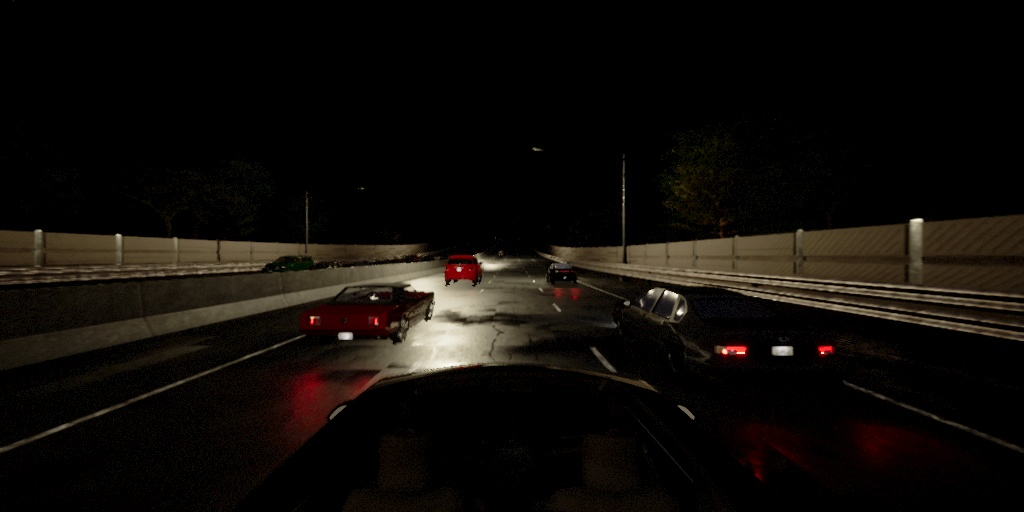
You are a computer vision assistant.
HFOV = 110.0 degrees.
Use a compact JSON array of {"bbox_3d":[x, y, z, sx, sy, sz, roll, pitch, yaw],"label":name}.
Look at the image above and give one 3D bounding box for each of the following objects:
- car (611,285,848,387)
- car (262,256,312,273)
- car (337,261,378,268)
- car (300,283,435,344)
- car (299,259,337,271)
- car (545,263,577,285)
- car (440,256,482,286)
[{"bbox_3d":[3.590,1.306,7.261,2.033,1.411,5.357,0,0,0],"label":"car"},{"bbox_3d":[-21.087,1.010,34.153,2.150,2.045,5.566,0,0,0],"label":"car"},{"bbox_3d":[-14.089,1.263,33.749,1.882,1.535,5.008,0,0,0],"label":"car"},{"bbox_3d":[-3.406,1.362,9.585,1.895,1.301,4.718,0,0,0],"label":"car"},{"bbox_3d":[-17.587,1.291,33.996,1.837,1.490,4.892,0,0,0],"label":"car"},{"bbox_3d":[3.598,1.273,26.683,2.128,1.511,4.902,0,0,0],"label":"car"},{"bbox_3d":[-3.402,1.003,25.759,2.150,2.045,5.566,0,0,0],"label":"car"}]
